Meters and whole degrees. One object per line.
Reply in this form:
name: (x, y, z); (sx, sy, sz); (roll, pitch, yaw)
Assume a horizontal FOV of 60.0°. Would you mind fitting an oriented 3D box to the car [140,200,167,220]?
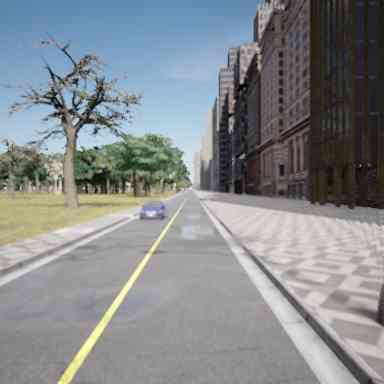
car: (-3.000, 1.403, 26.578); (1.812, 1.442, 4.674); (0, 0, 0)
